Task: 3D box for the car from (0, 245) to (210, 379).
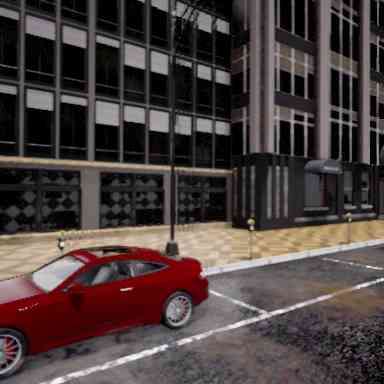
[{"bbox_3d":[-1.615,1.586,5.403,4.206,1.307,1.802,0,0,-36],"label":"car"}]
